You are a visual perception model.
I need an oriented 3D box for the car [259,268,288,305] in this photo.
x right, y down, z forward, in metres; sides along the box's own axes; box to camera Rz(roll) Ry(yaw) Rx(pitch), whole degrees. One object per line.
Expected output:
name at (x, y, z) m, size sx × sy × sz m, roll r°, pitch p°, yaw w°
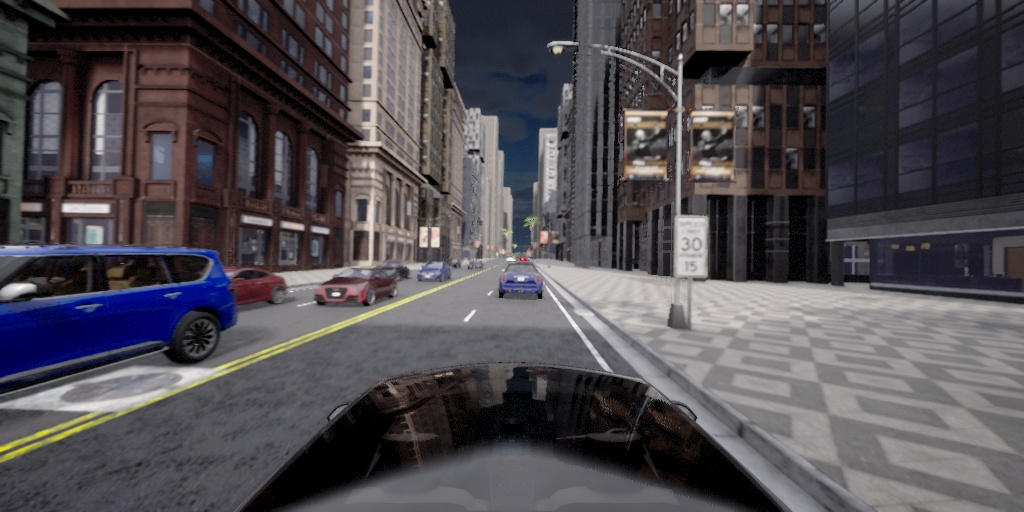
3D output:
car at (-9.585, 1.079, 12.035) m, size 1.812 × 1.442 × 4.674 m, roll 1°, pitch 0°, yaw 2°

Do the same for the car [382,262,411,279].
car at (-9.093, 1.117, 26.992) m, size 1.994 × 1.385 × 4.181 m, roll 1°, pitch 0°, yaw 2°

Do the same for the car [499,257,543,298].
car at (0.480, 1.100, 18.648) m, size 2.097 × 1.767 × 4.553 m, roll 1°, pitch 0°, yaw 2°

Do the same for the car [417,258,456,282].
car at (-5.827, 1.147, 27.460) m, size 1.812 × 1.442 × 4.674 m, roll 1°, pitch 1°, yaw 2°

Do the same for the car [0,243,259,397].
car at (-6.560, 0.840, 4.819) m, size 2.150 × 2.045 × 5.566 m, roll 1°, pitch 0°, yaw 1°

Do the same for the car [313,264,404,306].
car at (-6.253, 1.182, 14.816) m, size 1.994 × 1.385 × 4.181 m, roll 1°, pitch 0°, yaw 1°

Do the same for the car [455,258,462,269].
car at (-8.270, 1.074, 50.421) m, size 1.882 × 1.535 × 5.008 m, roll 1°, pitch 0°, yaw 2°

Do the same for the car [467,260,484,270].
car at (-5.023, 1.225, 50.318) m, size 1.994 × 1.385 × 4.181 m, roll 1°, pitch 0°, yaw 2°
